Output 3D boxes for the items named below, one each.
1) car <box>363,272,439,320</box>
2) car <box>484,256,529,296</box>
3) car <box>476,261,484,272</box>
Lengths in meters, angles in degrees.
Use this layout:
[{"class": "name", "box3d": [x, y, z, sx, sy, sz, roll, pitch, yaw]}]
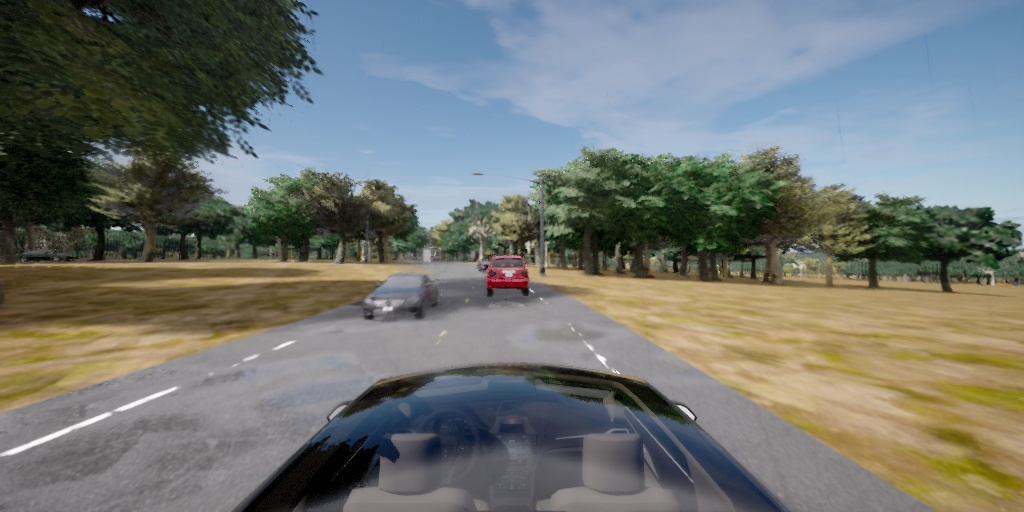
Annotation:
[{"class": "car", "box3d": [-3.831, 1.339, 13.114, 1.812, 1.442, 4.674, -1, 0, -2]}, {"class": "car", "box3d": [-0.358, 1.021, 20.160, 2.150, 2.045, 5.566, 0, 0, -4]}, {"class": "car", "box3d": [-3.695, 1.322, 48.387, 2.033, 1.411, 5.357, -3, 0, -11]}]
